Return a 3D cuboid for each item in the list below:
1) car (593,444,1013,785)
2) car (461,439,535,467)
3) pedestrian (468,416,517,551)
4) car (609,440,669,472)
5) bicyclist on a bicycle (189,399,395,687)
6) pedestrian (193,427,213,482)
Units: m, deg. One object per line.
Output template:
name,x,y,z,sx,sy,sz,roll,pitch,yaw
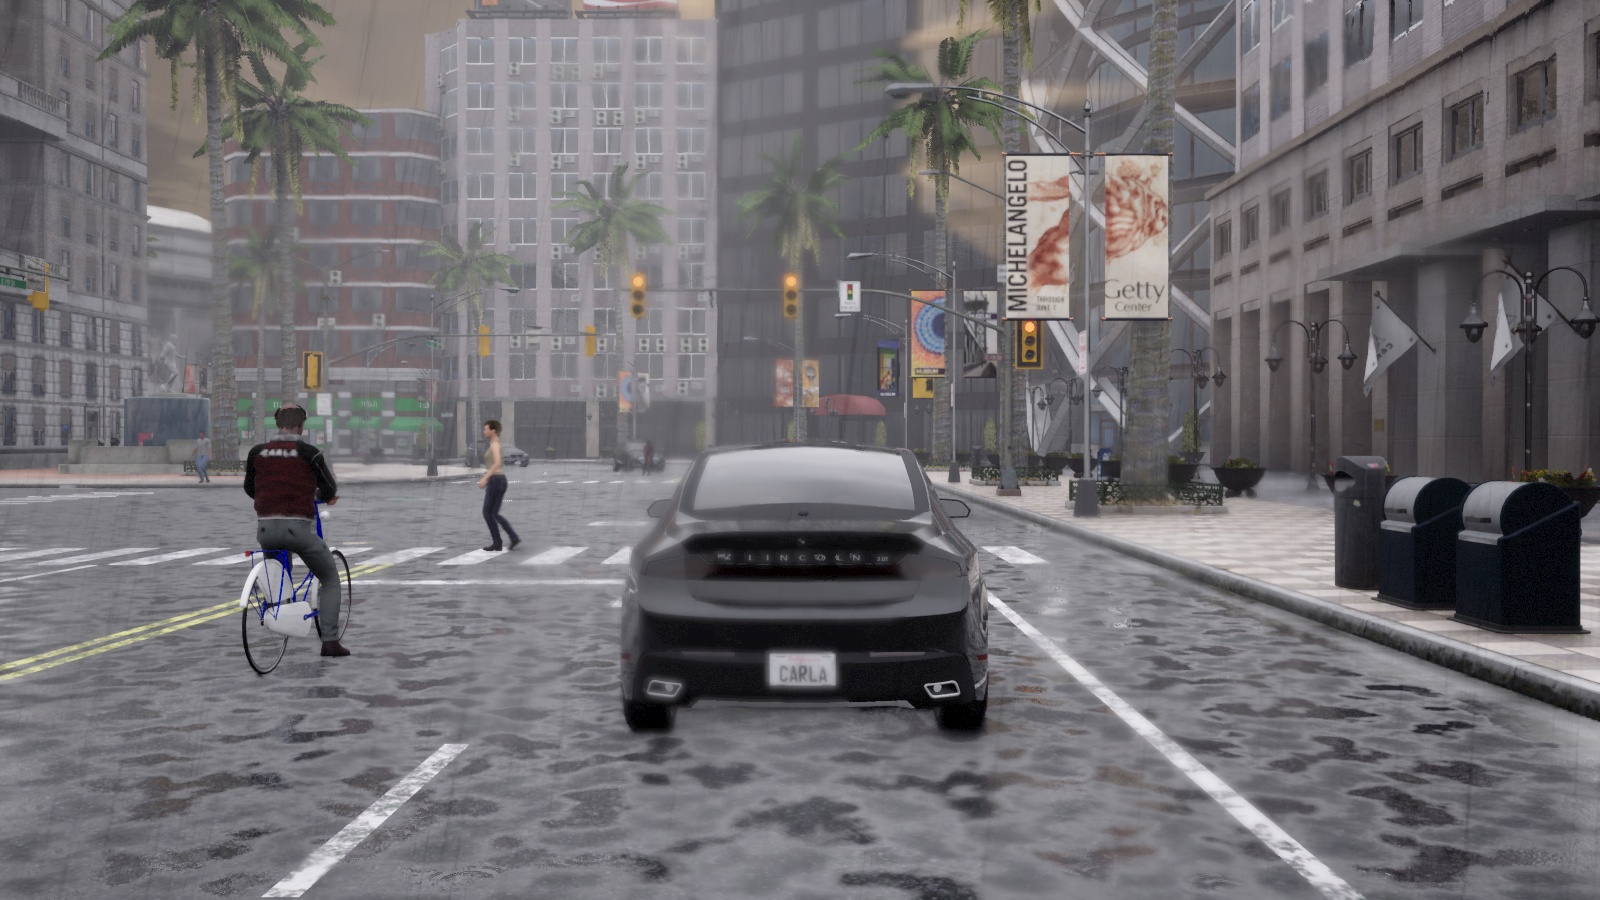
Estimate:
car,0.047,0.707,7.945,1.837,1.490,4.892,0,0,1
car,-18.435,0.144,76.580,4.611,1.667,2.242,0,0,44
pedestrian,-4.203,0.453,17.197,0.594,1.836,0.345,0,0,-2
car,-8.647,0.290,67.230,2.033,1.649,4.856,0,0,-22
bicyclist on a bicycle,-3.432,0.565,8.669,0.659,1.776,1.843,0,1,0
pedestrian,-20.333,0.145,42.765,0.354,1.836,0.706,0,0,-1
